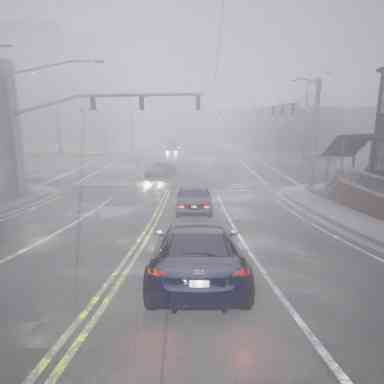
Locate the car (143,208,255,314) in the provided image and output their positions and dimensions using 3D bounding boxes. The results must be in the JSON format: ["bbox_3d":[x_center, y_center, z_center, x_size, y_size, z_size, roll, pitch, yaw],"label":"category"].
[{"bbox_3d":[0.107,1.346,7.396,1.994,1.385,4.181,0,3,0],"label":"car"}]

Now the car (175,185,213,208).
[{"bbox_3d":[0.104,0.361,17.282,2.033,1.411,5.357,0,8,0],"label":"car"}]

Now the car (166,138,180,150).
[{"bbox_3d":[-3.535,-8.296,58.771,1.895,1.301,4.718,0,12,-2],"label":"car"}]

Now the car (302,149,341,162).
[{"bbox_3d":[16.144,-4.552,41.363,4.674,1.442,1.812,0,12,0],"label":"car"}]

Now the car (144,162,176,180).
[{"bbox_3d":[-2.815,-2.014,29.993,1.994,1.385,4.181,3,13,13],"label":"car"}]

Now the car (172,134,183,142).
[{"bbox_3d":[-3.457,-10.491,68.418,2.128,1.511,4.902,0,12,0],"label":"car"}]

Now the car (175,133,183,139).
[{"bbox_3d":[-3.444,-14.976,88.821,1.812,1.442,4.674,0,12,0],"label":"car"}]
